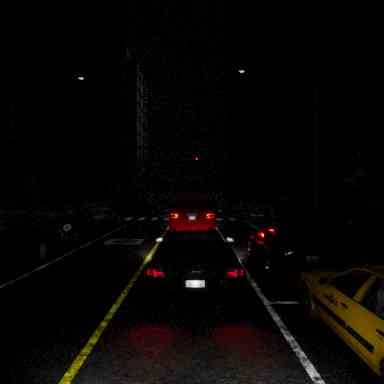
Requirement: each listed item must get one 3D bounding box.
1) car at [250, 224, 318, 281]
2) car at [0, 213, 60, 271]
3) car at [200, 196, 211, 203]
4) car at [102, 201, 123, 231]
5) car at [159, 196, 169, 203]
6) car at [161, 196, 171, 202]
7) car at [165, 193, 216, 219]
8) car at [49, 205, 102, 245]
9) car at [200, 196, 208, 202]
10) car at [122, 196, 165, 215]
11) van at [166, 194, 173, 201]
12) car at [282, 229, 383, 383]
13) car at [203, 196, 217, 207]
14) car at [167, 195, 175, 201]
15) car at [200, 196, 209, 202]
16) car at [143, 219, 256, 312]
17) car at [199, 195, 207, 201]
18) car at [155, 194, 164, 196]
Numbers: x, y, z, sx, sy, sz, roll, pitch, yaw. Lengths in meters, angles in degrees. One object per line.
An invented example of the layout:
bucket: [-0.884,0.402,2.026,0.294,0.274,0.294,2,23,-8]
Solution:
car: [2.767,1.566,9.659,1.947,1.339,4.313,0,0,0]
car: [-5.758,1.545,9.663,1.887,1.381,4.507,0,0,0]
car: [2.804,1.571,68.854,2.008,1.369,4.403,0,0,0]
car: [-5.751,1.527,20.407,1.752,1.417,4.829,0,0,0]
car: [-5.721,1.602,68.860,1.802,1.307,4.206,0,0,0]
car: [-5.718,1.548,74.127,1.752,1.417,4.829,0,0,0]
car: [0.014,1.222,17.209,2.150,2.045,5.566,0,0,0]
car: [-5.755,1.441,15.120,1.967,1.590,4.097,0,0,0]
car: [2.810,1.572,79.730,1.887,1.381,4.507,0,0,0]
car: [-5.293,1.406,32.054,5.008,1.535,1.882,1,0,0]
van: [-5.712,1.372,85.173,1.690,1.788,3.998,0,0,0]
car: [2.764,1.525,4.373,1.752,1.417,4.829,0,0,0]
car: [2.794,1.452,52.542,1.967,1.590,4.097,0,0,0]
car: [-5.708,1.585,90.610,2.008,1.369,4.403,0,0,0]
car: [2.807,1.568,74.292,1.887,1.381,4.507,0,0,0]
car: [0.064,1.564,7.789,1.994,1.385,4.181,0,0,0]
car: [2.814,1.556,85.337,1.752,1.417,4.829,0,0,0]
car: [-5.728,1.329,57.985,2.192,1.841,5.009,0,0,0]
